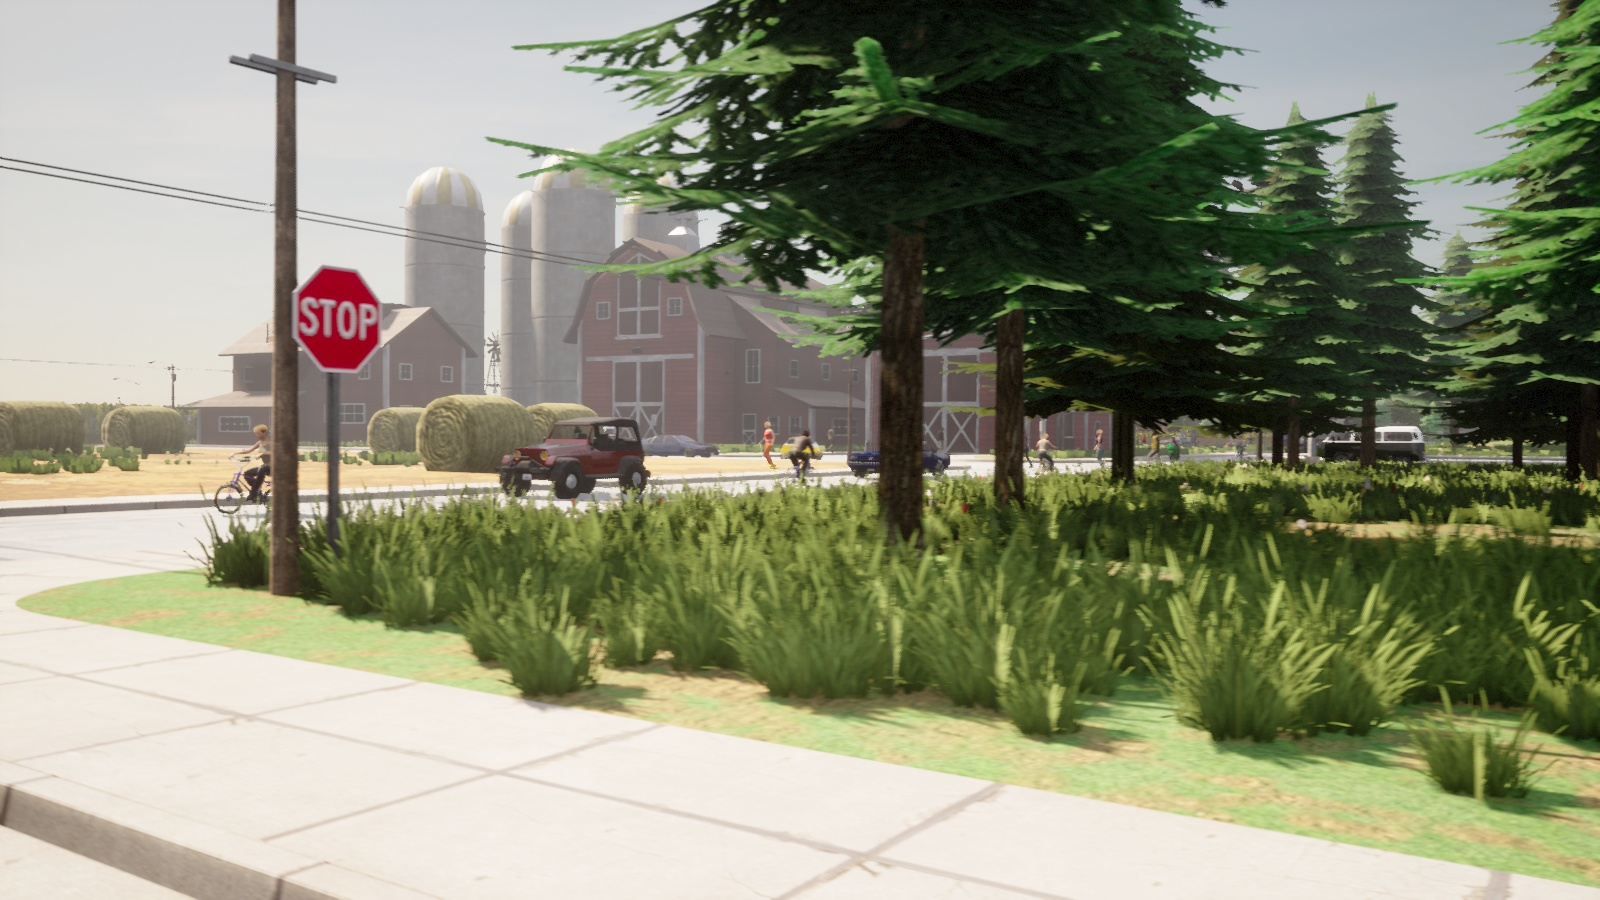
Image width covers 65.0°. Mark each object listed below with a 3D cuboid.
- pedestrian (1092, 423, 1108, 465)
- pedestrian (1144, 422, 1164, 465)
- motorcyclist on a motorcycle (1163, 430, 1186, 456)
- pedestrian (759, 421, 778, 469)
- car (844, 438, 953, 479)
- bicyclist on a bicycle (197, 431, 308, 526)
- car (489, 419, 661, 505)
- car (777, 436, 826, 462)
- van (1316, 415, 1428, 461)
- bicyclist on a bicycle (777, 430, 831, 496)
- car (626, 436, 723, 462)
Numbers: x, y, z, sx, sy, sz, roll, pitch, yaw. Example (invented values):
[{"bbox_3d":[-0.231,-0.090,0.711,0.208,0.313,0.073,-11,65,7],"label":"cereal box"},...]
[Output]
[{"bbox_3d":[12.989,-0.264,54.317,0.594,1.836,0.345,0,1,32],"label":"pedestrian"},{"bbox_3d":[14.978,-0.271,53.144,0.726,1.835,0.370,0,1,36],"label":"pedestrian"},{"bbox_3d":[22.555,-0.447,75.630,0.797,1.523,2.044,0,1,31],"label":"motorcyclist on a motorcycle"},{"bbox_3d":[-1.205,-0.201,48.143,0.594,1.836,0.345,-1,1,-27],"label":"pedestrian"},{"bbox_3d":[3.536,0.270,44.075,1.895,1.301,4.718,0,1,31],"label":"car"},{"bbox_3d":[-9.662,0.517,22.195,0.866,1.612,1.509,0,-3,31],"label":"bicyclist on a bicycle"},{"bbox_3d":[-5.216,0.241,29.560,1.905,1.878,3.866,0,1,31],"label":"car"},{"bbox_3d":[0.072,-0.076,68.107,2.207,1.376,1.481,0,1,30],"label":"car"},{"bbox_3d":[26.017,-0.533,57.138,4.480,2.038,2.069,0,1,30],"label":"van"},{"bbox_3d":[0.114,0.316,31.622,0.582,1.620,1.656,0,1,31],"label":"bicyclist on a bicycle"},{"bbox_3d":[-7.227,-0.057,72.330,5.357,1.411,2.033,0,1,30],"label":"car"}]
